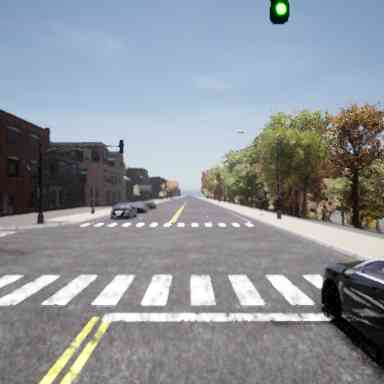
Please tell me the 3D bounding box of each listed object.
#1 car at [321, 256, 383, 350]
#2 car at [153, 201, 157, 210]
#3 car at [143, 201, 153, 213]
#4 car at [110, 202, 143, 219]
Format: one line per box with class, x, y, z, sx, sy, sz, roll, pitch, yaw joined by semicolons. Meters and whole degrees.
car;3.353;1.532;4.414;2.128;1.511;4.902;0;-1;0
car;-6.685;2.038;52.525;1.994;1.385;4.181;0;-1;1
car;-6.669;1.932;42.547;2.033;1.411;5.357;0;-1;0
car;-6.624;1.787;32.732;2.128;1.511;4.902;0;-1;2
